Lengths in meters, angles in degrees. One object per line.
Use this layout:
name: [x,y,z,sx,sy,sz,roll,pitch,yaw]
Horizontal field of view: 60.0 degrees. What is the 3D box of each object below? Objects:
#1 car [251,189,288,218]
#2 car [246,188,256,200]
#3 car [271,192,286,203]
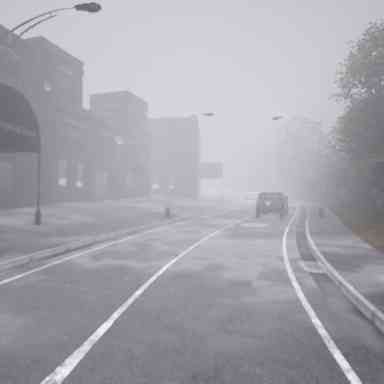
car: [6.746,0.989,27.862,2.150,2.045,5.566,0,0,20]
car: [10.676,0.389,58.797,2.150,2.045,5.566,0,2,6]
car: [13.533,0.813,52.238,1.882,1.535,5.008,0,1,10]
